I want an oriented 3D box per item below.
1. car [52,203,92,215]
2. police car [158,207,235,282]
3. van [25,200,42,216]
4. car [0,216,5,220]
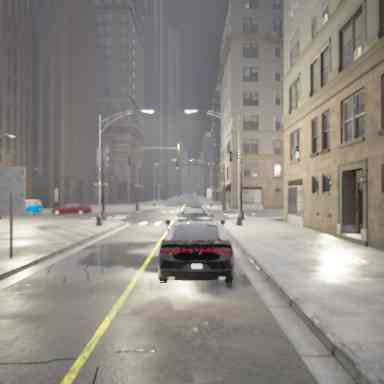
[{"bbox_3d":[-13.968,1.961,38.714,4.507,1.381,1.887,-1,0,0],"label":"car"},{"bbox_3d":[0.105,1.489,10.091,1.930,1.638,5.238,0,0,0],"label":"police car"},{"bbox_3d":[-19.595,1.825,38.736,3.998,1.788,1.690,-1,0,0],"label":"van"},{"bbox_3d":[-19.620,1.706,30.212,5.009,1.841,2.192,-1,0,0],"label":"car"}]
